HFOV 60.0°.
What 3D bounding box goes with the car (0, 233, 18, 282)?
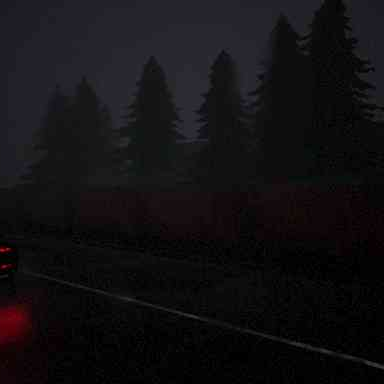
[{"bbox_3d":[-6.340,1.503,8.515,4.892,1.490,1.837,-1,0,35],"label":"car"}]
